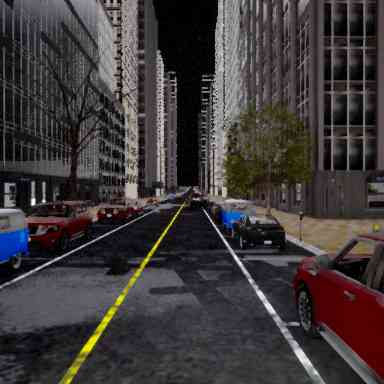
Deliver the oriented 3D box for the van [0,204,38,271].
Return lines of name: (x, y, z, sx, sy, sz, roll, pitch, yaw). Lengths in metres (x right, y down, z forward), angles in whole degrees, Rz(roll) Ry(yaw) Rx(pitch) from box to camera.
van: (-5.697, 1.339, 8.272, 1.690, 1.788, 3.998, 0, 0, 0)

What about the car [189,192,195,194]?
car: (0.560, 1.172, 60.727, 2.150, 2.045, 5.566, 0, 0, -2)

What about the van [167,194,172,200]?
van: (-5.696, 1.285, 88.043, 1.690, 1.788, 3.998, 0, 0, 0)

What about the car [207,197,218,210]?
car: (2.686, 1.515, 31.228, 1.752, 1.417, 4.829, 0, 0, 0)

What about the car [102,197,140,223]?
car: (-5.696, 1.307, 25.366, 2.192, 1.841, 5.009, 0, 0, 0)

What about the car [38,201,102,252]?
car: (-5.697, 1.311, 13.970, 2.192, 1.841, 5.009, 0, 0, 0)

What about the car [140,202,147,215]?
car: (-5.696, 1.430, 31.064, 1.967, 1.590, 4.097, 0, 0, 0)

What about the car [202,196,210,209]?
car: (2.686, 1.535, 42.453, 2.008, 1.369, 4.403, 0, 0, 0)

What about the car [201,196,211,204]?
car: (2.686, 1.513, 65.246, 1.887, 1.381, 4.507, 0, 0, 0)

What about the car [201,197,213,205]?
car: (2.686, 1.539, 59.548, 1.947, 1.339, 4.313, 0, 0, 0)

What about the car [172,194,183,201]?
car: (-3.000, 1.447, 75.941, 1.994, 1.385, 4.181, 0, 0, 0)

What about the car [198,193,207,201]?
car: (2.685, 1.259, 88.038, 2.192, 1.841, 5.009, 0, 0, 0)

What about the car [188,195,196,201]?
car: (0.001, 1.347, 80.235, 1.812, 1.442, 4.674, 0, 0, 0)

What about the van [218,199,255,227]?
van: (2.684, 1.336, 19.661, 1.690, 1.788, 3.998, 0, 0, 0)

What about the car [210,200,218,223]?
car: (2.686, 1.558, 25.360, 1.947, 1.339, 4.313, 0, 0, 0)

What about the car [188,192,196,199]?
car: (0.000, 1.029, 95.265, 2.150, 2.045, 5.566, 0, 0, 0)

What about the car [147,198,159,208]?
car: (-5.694, 1.563, 48.157, 1.802, 1.307, 4.206, 0, 0, 0)

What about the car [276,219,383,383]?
car: (2.683, 1.314, 3.553, 2.192, 1.841, 5.009, 0, 0, 0)

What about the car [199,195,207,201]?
car: (2.686, 1.495, 82.340, 1.887, 1.381, 4.507, 0, 0, 0)

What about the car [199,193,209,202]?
car: (2.685, 1.272, 76.642, 2.192, 1.841, 5.009, 0, 0, 0)

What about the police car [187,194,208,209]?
police car: (0.445, 1.407, 44.747, 1.930, 1.638, 5.238, -1, 0, -9)

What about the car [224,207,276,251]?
car: (2.685, 1.547, 13.964, 2.008, 1.369, 4.403, 0, 0, 0)
